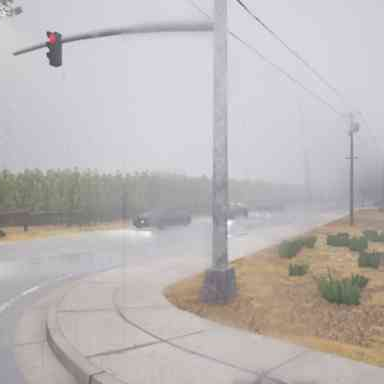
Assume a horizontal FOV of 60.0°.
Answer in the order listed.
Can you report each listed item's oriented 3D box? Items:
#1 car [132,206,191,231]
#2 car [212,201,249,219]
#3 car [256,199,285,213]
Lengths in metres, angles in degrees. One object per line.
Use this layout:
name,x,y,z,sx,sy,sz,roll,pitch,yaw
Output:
car,-1.825,1.579,21.123,1.994,1.385,4.181,0,0,33
car,3.520,1.541,29.457,1.812,1.442,4.674,0,0,32
car,9.132,1.562,38.248,2.033,1.411,5.357,0,0,33
